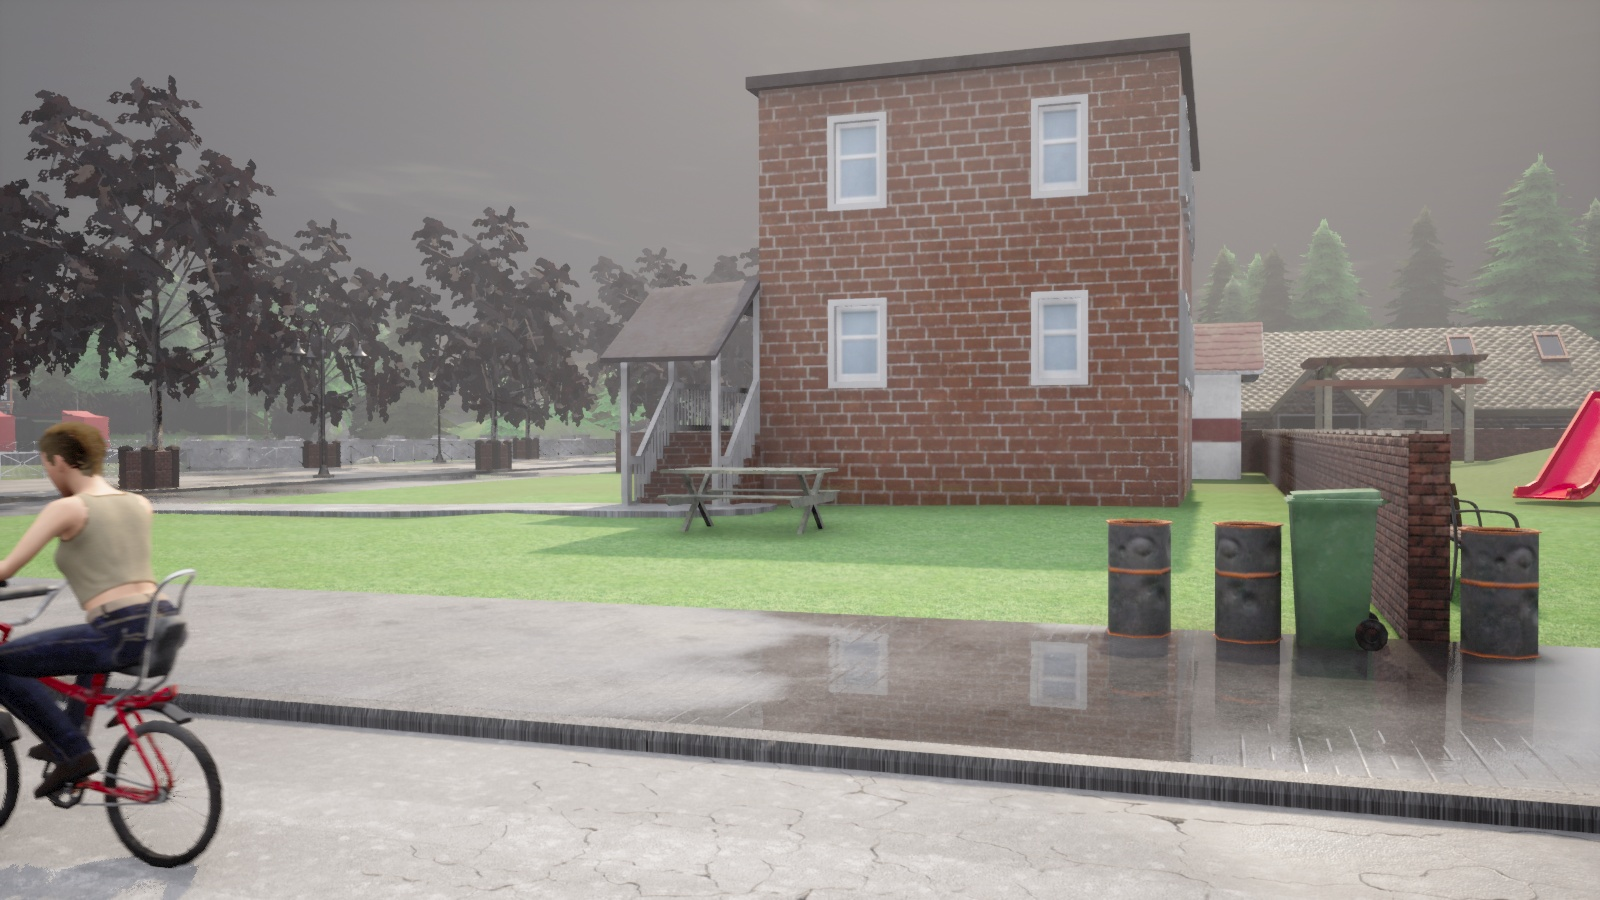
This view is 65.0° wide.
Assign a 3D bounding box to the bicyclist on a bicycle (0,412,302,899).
[{"bbox_3d":[-2.768,0.679,4.651,1.509,1.612,0.866,0,1,19],"label":"bicyclist on a bicycle"}]
